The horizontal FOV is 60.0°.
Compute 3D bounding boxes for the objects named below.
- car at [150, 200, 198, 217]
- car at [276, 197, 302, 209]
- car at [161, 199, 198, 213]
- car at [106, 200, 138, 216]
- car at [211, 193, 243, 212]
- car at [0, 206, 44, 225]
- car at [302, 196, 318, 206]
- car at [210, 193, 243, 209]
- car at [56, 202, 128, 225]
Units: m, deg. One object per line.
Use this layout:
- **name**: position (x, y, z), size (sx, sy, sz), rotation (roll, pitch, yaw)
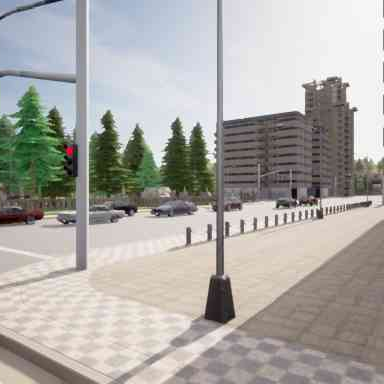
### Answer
- **car**: position (-1.558, 1.547, 31.595), size (2.033, 1.411, 5.357), rotation (0, 0, 36)
- **car**: position (13.133, 1.504, 45.870), size (1.837, 1.490, 4.892), rotation (0, 0, 35)
- **car**: position (-1.356, 1.564, 37.924), size (1.994, 1.385, 4.181), rotation (0, 0, 35)
- **car**: position (-7.099, 1.478, 29.852), size (1.882, 1.535, 5.008), rotation (0, 0, 36)
- **car**: position (4.246, 1.352, 39.734), size (2.097, 1.767, 4.553), rotation (0, 0, 36)
- **car**: position (-12.580, 1.601, 22.230), size (1.895, 1.301, 4.718), rotation (0, 0, 37)
- **car**: position (19.011, 1.352, 54.136), size (2.097, 1.767, 4.553), rotation (0, 0, 35)
- **car**: position (4.891, 1.221, 46.629), size (2.150, 2.045, 5.566), rotation (0, 0, 36)
- **car**: position (-7.156, 1.601, 23.734), size (1.895, 1.301, 4.718), rotation (0, 0, 35)
